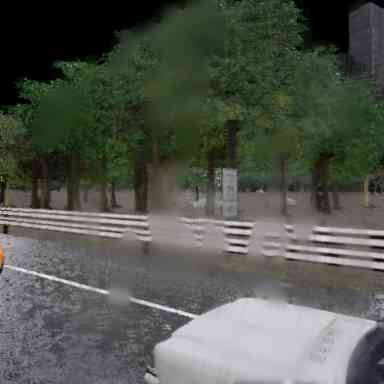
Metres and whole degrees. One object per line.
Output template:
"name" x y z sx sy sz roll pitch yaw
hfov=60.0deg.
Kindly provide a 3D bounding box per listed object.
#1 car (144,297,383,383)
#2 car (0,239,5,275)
"car" 1.892 1.601 2.520 4.718 1.301 1.895 0 0 35
"car" -7.013 1.318 8.872 4.553 1.767 2.097 0 0 35
